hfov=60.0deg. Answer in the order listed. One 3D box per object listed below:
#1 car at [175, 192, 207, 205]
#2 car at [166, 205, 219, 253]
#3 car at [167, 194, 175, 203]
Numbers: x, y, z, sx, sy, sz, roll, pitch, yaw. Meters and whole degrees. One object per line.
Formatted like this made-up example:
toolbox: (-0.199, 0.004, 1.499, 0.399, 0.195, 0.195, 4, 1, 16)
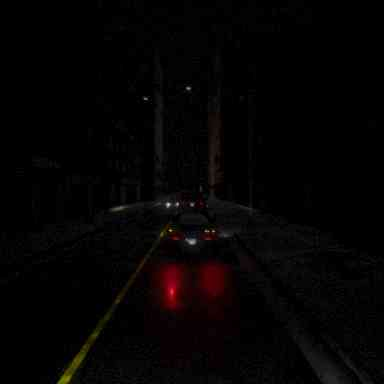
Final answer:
car: (0.046, 0.998, 26.864, 2.150, 2.045, 5.566, 0, 1, 1)
car: (0.052, 1.415, 12.989, 1.812, 1.442, 4.674, 0, 0, 1)
car: (-3.046, 1.061, 55.090, 1.882, 1.535, 5.008, 0, 1, 0)
